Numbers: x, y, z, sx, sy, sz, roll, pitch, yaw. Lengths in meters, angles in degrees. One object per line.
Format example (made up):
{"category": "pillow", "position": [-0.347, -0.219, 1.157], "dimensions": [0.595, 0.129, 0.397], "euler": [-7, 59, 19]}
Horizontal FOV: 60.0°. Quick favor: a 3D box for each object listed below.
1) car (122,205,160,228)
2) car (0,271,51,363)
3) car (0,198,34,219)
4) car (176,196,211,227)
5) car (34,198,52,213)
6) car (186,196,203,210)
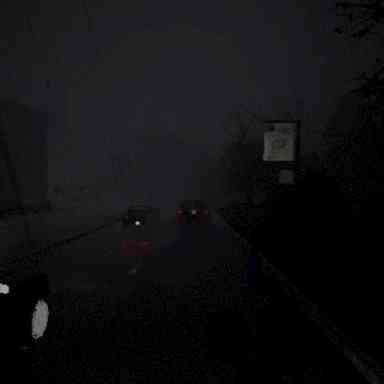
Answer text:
{"category": "car", "position": [-3.146, 1.490, 21.449], "dimensions": [1.895, 1.301, 4.718], "euler": [0, 0, 0]}
{"category": "car", "position": [-3.149, 1.460, 3.255], "dimensions": [1.882, 1.535, 5.008], "euler": [0, 0, 0]}
{"category": "car", "position": [-15.563, 1.348, 27.694], "dimensions": [2.163, 1.488, 4.792], "euler": [0, 0, 0]}
{"category": "car", "position": [0.100, 1.238, 21.858], "dimensions": [2.097, 1.767, 4.553], "euler": [0, 0, 0]}
{"category": "car", "position": [-15.593, 1.332, 33.191], "dimensions": [2.002, 1.452, 4.674], "euler": [-2, 0, 0]}
{"category": "car", "position": [0.339, 1.293, 40.428], "dimensions": [1.837, 1.490, 4.892], "euler": [0, 0, 3]}
